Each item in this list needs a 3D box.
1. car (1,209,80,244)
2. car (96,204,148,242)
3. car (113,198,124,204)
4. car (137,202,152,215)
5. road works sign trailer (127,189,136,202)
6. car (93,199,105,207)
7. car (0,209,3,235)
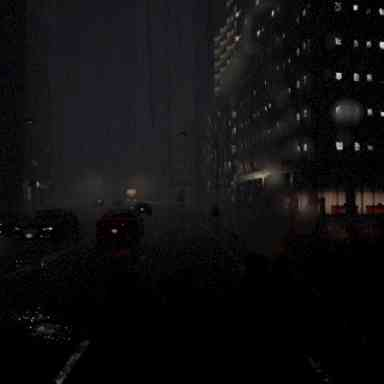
[{"bbox_3d":[-6.978,1.592,16.444,2.128,1.511,4.902,0,0,-3],"label":"car"},{"bbox_3d":[-3.559,1.591,17.163,1.882,1.535,5.008,0,0,-3],"label":"car"},{"bbox_3d":[-12.919,1.836,58.230,2.128,1.511,4.902,0,0,-13],"label":"car"},{"bbox_3d":[-5.410,1.799,36.367,1.994,1.385,4.181,0,0,-7],"label":"car"},{"bbox_3d":[-17.089,1.046,93.434,2.380,3.560,2.880,1,-1,-23],"label":"road works sign trailer"},{"bbox_3d":[-16.359,1.875,58.889,2.033,1.411,5.357,0,0,-13],"label":"car"},{"bbox_3d":[-10.353,1.669,18.455,1.994,1.385,4.181,0,0,-4],"label":"car"}]
